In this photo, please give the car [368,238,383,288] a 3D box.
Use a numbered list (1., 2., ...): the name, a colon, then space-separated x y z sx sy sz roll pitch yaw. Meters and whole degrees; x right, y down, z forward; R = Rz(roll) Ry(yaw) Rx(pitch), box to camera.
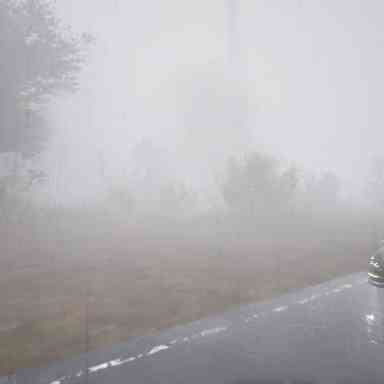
1. car: 6.080 1.480 8.014 4.892 1.490 1.837 0 0 -38
